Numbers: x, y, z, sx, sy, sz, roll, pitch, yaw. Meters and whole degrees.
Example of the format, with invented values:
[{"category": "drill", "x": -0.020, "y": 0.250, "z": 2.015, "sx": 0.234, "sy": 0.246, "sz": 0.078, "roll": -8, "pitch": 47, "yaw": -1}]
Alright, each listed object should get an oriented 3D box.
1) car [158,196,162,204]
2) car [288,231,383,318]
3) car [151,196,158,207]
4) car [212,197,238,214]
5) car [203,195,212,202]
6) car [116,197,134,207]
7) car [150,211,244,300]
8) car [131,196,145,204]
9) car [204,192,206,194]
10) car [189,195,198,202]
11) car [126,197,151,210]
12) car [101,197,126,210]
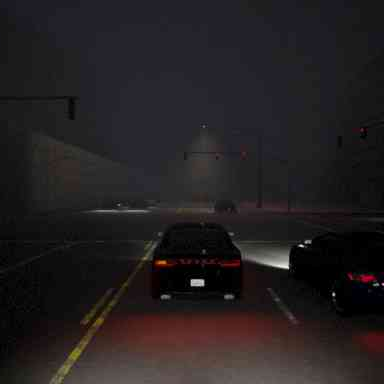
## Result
[{"category": "car", "x": -6.771, "y": 1.505, "z": 63.810, "sx": 1.837, "sy": 1.490, "sz": 4.892, "roll": 0, "pitch": 0, "yaw": 1}, {"category": "car", "x": 3.606, "y": 1.564, "z": 7.462, "sx": 1.994, "sy": 1.385, "sz": 4.181, "roll": 0, "pitch": 0, "yaw": 0}, {"category": "car", "x": -6.853, "y": 1.526, "z": 52.034, "sx": 1.812, "sy": 1.442, "sz": 4.674, "roll": 0, "pitch": 0, "yaw": 0}, {"category": "car", "x": 3.633, "y": 1.526, "z": 35.855, "sx": 1.812, "sy": 1.442, "sz": 4.674, "roll": -1, "pitch": 0, "yaw": -4}, {"category": "car", "x": 3.819, "y": 1.515, "z": 73.025, "sx": 1.812, "sy": 1.442, "sz": 4.674, "roll": 0, "pitch": 0, "yaw": 0}, {"category": "car", "x": -10.355, "y": 1.526, "z": 51.990, "sx": 1.812, "sy": 1.442, "sz": 4.674, "roll": 0, "pitch": 0, "yaw": 0}, {"category": "car", "x": 0.106, "y": 1.478, "z": 8.443, "sx": 1.882, "sy": 1.535, "sz": 5.008, "roll": 0, "pitch": 0, "yaw": 0}, {"category": "car", "x": -10.270, "y": 1.564, "z": 63.831, "sx": 1.994, "sy": 1.385, "sz": 4.181, "roll": 0, "pitch": 0, "yaw": 1}, {"category": "car", "x": 3.863, "y": 1.413, "z": 83.026, "sx": 2.128, "sy": 1.511, "sz": 4.902, "roll": 0, "pitch": 0, "yaw": 0}, {"category": "car", "x": 0.319, "y": 1.515, "z": 73.040, "sx": 1.812, "sy": 1.442, "sz": 4.674, "roll": 0, "pitch": 0, "yaw": 0}, {"category": "car", "x": -6.904, "y": 1.564, "z": 43.277, "sx": 1.994, "sy": 1.385, "sz": 4.181, "roll": 0, "pitch": 0, "yaw": 0}, {"category": "car", "x": -10.405, "y": 1.564, "z": 43.237, "sx": 1.994, "sy": 1.385, "sz": 4.181, "roll": 0, "pitch": 0, "yaw": 0}]
